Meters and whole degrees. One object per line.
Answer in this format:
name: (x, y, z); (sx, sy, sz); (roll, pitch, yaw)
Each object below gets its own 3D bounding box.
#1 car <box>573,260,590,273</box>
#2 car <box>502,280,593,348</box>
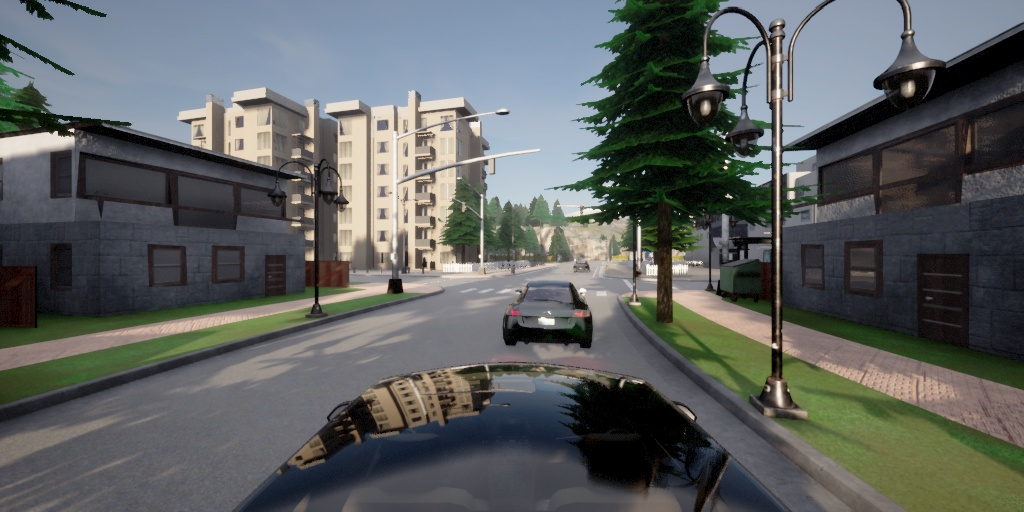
car: (8.735, 1.276, 44.869); (2.128, 1.511, 4.902); (0, 0, 14)
car: (0.994, 1.314, 9.322); (1.994, 1.385, 4.181); (0, 0, 8)
